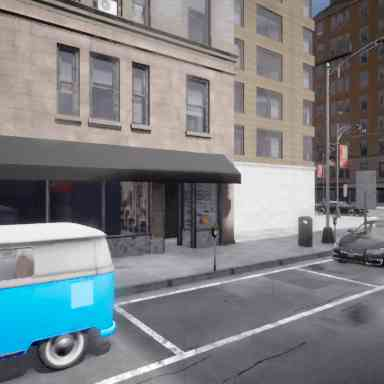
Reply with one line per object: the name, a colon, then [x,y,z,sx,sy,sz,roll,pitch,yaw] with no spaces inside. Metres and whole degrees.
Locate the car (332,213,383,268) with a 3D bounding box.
car: [6.260,1.552,10.655,4.403,1.369,2.008,0,0,-35]

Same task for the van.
van: [-2.959,1.341,4.079,3.998,1.788,1.690,0,0,-35]

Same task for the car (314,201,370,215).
car: [13.792,1.528,30.922,1.895,1.301,4.718,0,0,-35]
